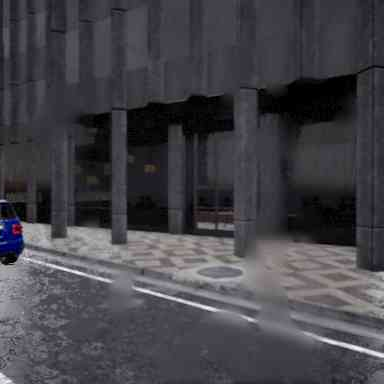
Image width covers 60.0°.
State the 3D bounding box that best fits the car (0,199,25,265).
[{"bbox_3d":[-7.428,1.224,10.574,5.566,2.045,2.150,0,0,40],"label":"car"}]
